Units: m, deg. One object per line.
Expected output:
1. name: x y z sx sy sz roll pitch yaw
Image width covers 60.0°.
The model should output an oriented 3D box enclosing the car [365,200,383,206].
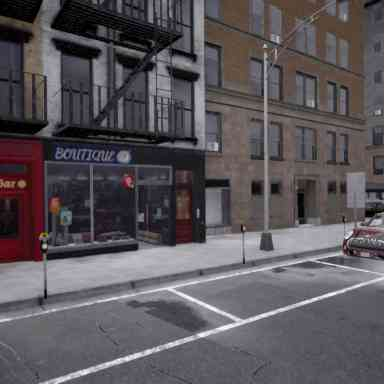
1. car: 16.179 1.502 28.341 2.097 1.767 4.553 -1 0 -33

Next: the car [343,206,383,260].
1. car: 7.051 1.441 11.606 4.097 1.590 1.967 0 -1 -36

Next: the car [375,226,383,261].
1. car: 6.562 1.564 8.103 4.181 1.385 1.994 0 0 -36
